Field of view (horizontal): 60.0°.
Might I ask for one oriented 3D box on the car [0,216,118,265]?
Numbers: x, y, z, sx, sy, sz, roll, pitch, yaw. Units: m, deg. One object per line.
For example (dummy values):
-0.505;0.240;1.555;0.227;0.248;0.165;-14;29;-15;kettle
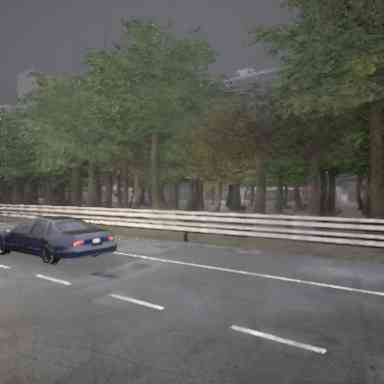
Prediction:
-4.999;1.561;11.741;5.357;1.411;2.033;0;0;36;car
